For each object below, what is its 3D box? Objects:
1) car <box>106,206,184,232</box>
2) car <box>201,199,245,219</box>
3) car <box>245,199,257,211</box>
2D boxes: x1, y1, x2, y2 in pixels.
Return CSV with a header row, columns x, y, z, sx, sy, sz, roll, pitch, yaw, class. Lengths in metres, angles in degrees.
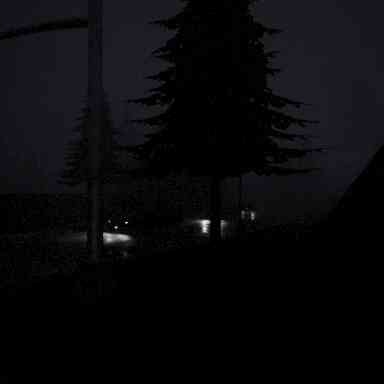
x,y,z,sx,sy,sz,roll,pitch,yaw,class
-2.648,1.547,20.392,2.033,1.411,5.357,0,0,35,car
2.671,1.547,29.260,2.033,1.411,5.357,0,0,26,car
7.046,1.547,41.092,2.033,1.411,5.357,0,0,15,car
